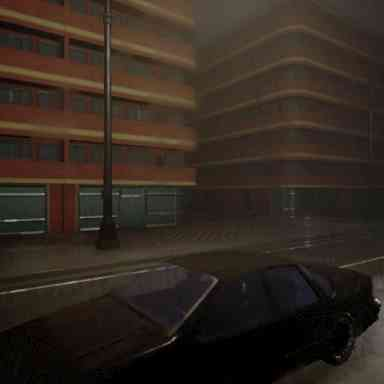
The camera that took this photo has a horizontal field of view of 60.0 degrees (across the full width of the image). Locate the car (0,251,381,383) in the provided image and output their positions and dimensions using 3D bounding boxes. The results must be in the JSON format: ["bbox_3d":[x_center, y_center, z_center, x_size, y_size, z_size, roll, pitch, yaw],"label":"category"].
[{"bbox_3d":[0.352,1.547,4.258,5.357,1.411,2.033,0,0,-36],"label":"car"}]
